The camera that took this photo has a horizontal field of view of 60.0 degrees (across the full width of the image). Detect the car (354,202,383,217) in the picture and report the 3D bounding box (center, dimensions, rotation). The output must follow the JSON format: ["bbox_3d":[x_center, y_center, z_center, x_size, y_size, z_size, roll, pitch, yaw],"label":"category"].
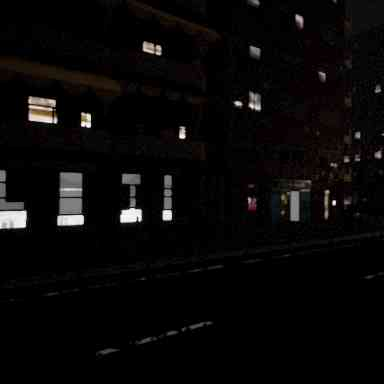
[{"bbox_3d":[19.547,1.888,37.171,2.128,1.511,4.902,0,-1,-35],"label":"car"}]

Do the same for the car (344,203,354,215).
[{"bbox_3d":[15.321,1.743,38.261,2.192,1.841,5.009,-1,0,-36],"label":"car"}]

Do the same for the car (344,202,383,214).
[{"bbox_3d":[22.304,2.042,43.366,1.802,1.307,4.206,-1,0,-36],"label":"car"}]
